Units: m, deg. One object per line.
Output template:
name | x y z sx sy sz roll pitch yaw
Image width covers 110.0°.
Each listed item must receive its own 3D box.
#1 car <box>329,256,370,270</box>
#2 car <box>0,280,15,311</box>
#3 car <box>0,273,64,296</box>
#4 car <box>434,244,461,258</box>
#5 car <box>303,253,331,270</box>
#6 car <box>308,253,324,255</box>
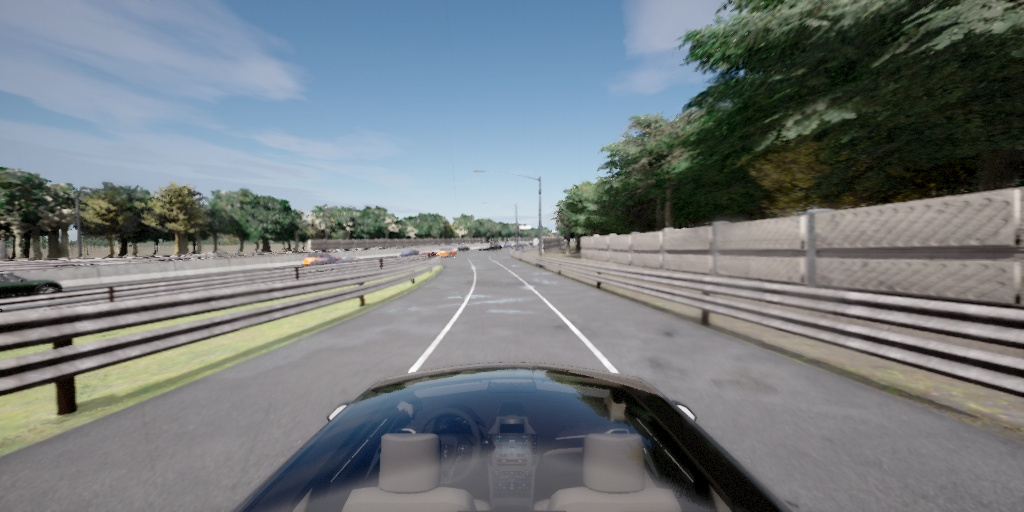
car | -17.584 0.829 39.617 1.994 1.385 4.181 0 3 15
car | -24.285 2.111 14.193 1.837 1.490 4.892 0 3 15
car | -29.771 1.739 20.844 2.097 1.767 4.553 0 3 15
car | -11.328 -0.674 63.355 2.097 1.767 4.553 0 3 15
car | -20.755 0.768 41.322 2.033 1.411 5.357 0 3 15
car | -23.502 0.441 44.633 2.097 1.767 4.553 0 3 15
